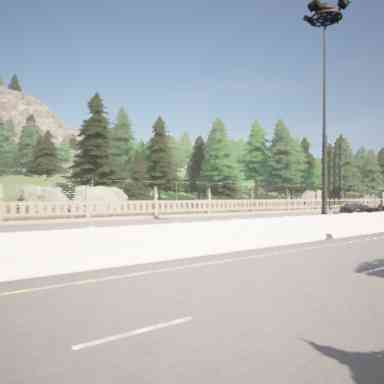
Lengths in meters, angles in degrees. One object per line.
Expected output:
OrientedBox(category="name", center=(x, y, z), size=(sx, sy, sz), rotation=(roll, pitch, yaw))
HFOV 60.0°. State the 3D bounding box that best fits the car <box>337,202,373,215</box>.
OrientedBox(category="car", center=(19.269, 1.855, 39.221), size=(4.181, 1.385, 1.994), rotation=(1, 0, -35))
